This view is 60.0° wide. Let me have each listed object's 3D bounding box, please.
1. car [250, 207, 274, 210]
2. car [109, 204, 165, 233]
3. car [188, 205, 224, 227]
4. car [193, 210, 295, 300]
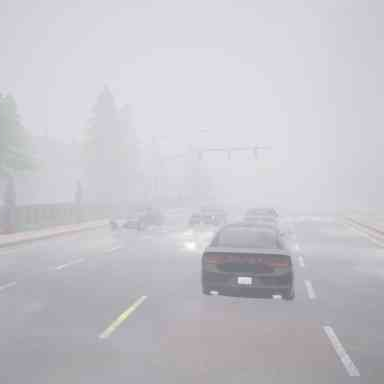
[{"bbox_3d":[3.843,1.516,18.310,2.033,1.411,5.357,0,0,15],"label":"car"},{"bbox_3d":[-3.154,1.474,19.911,2.128,1.511,4.902,0,0,15],"label":"car"},{"bbox_3d":[1.159,1.569,22.398,1.895,1.301,4.718,0,0,15],"label":"car"},{"bbox_3d":[1.479,1.464,8.504,1.882,1.535,5.008,0,0,12],"label":"car"}]
